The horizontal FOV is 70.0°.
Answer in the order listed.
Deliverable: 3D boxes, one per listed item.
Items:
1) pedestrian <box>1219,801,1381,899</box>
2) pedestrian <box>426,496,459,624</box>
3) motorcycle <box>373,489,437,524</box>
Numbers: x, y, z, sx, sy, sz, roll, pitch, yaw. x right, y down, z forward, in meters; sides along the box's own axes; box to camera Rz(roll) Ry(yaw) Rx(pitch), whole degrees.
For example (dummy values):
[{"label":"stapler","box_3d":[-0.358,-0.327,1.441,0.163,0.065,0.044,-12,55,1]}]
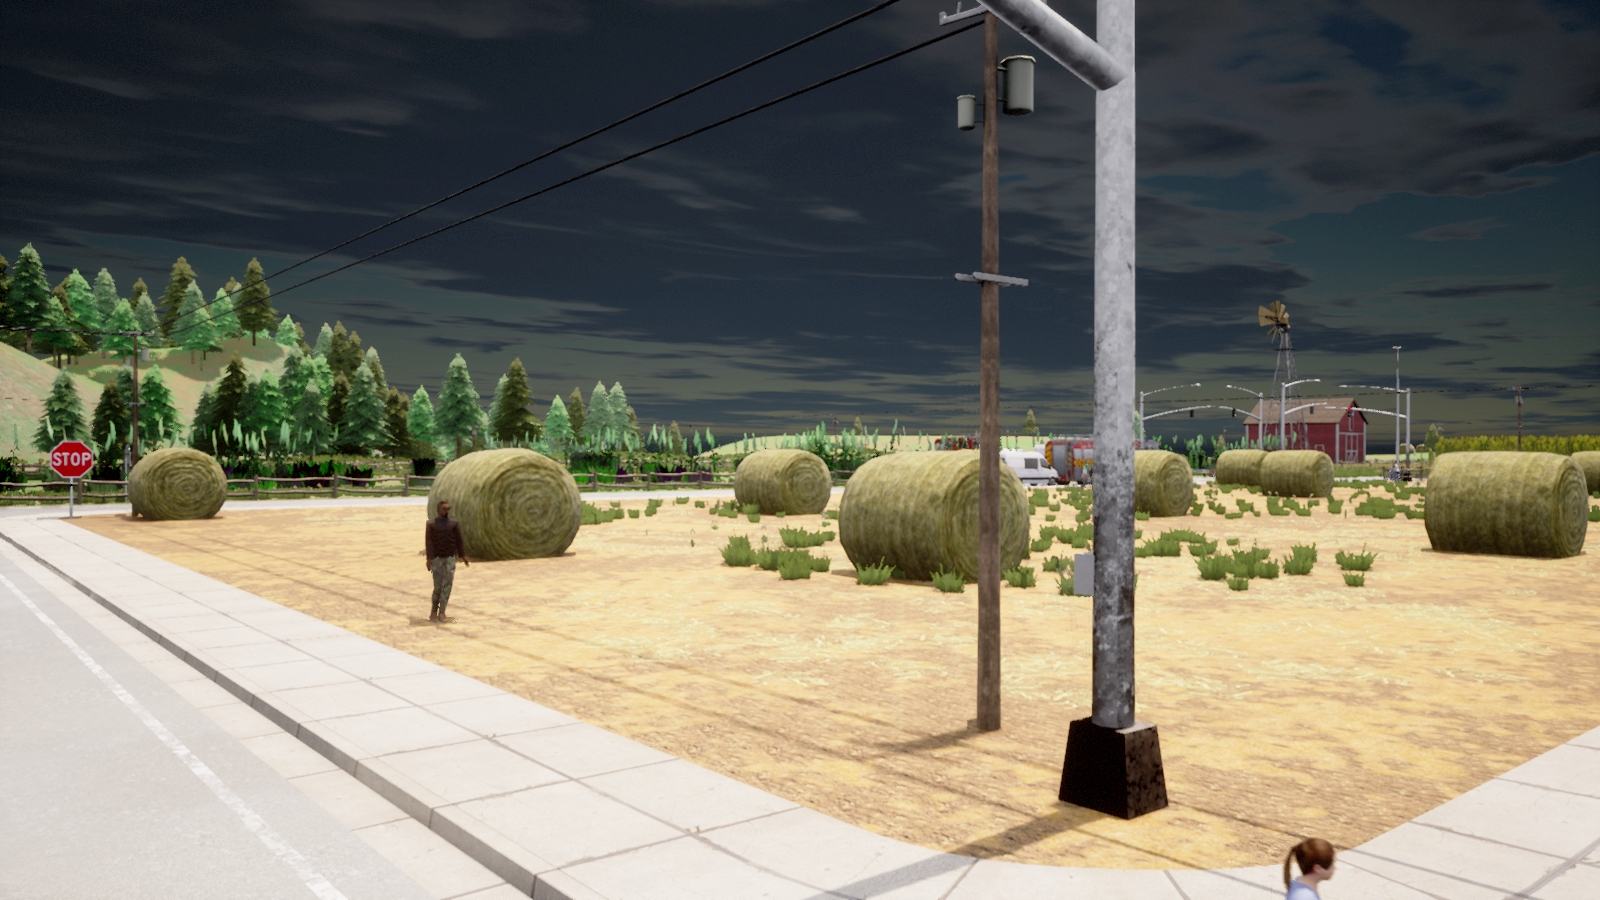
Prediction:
[{"label":"pedestrian","box_3d":[2.099,2.125,4.845,0.500,1.100,0.500,0,0,6]},{"label":"pedestrian","box_3d":[-5.344,1.630,17.083,0.375,1.860,0.375,0,0,-33]},{"label":"motorcycle","box_3d":[-14.448,2.061,41.799,2.033,1.199,0.803,0,0,-40]}]
